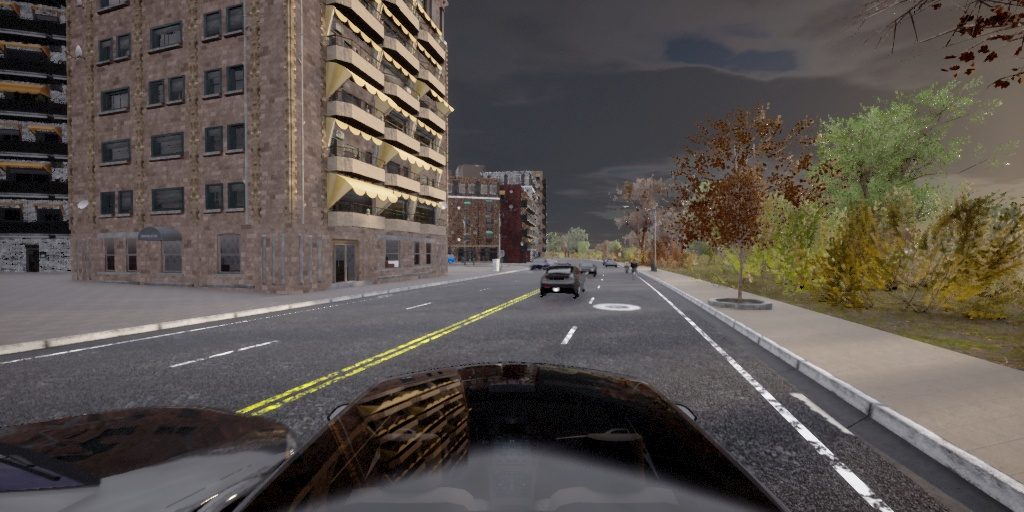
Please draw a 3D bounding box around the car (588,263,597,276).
[{"bbox_3d":[7.669,1.341,36.458,1.895,1.301,4.718,0,0,15],"label":"car"}]

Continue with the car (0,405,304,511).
[{"bbox_3d":[-2.712,1.314,0.941,1.994,1.385,4.181,0,0,18],"label":"car"}]

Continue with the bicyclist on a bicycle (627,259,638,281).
[{"bbox_3d":[9.809,1.112,28.844,0.659,1.776,1.843,0,0,15],"label":"bicyclist on a bicycle"}]

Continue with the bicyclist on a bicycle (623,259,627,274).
[{"bbox_3d":[12.479,1.173,39.005,0.866,1.612,1.509,0,0,15],"label":"bicyclist on a bicycle"}]

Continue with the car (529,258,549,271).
[{"bbox_3d":[3.688,1.090,47.795,2.097,1.767,4.553,0,0,14],"label":"car"}]

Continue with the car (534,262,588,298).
[{"bbox_3d":[2.691,1.251,18.559,1.837,1.490,4.892,0,0,16],"label":"car"}]
